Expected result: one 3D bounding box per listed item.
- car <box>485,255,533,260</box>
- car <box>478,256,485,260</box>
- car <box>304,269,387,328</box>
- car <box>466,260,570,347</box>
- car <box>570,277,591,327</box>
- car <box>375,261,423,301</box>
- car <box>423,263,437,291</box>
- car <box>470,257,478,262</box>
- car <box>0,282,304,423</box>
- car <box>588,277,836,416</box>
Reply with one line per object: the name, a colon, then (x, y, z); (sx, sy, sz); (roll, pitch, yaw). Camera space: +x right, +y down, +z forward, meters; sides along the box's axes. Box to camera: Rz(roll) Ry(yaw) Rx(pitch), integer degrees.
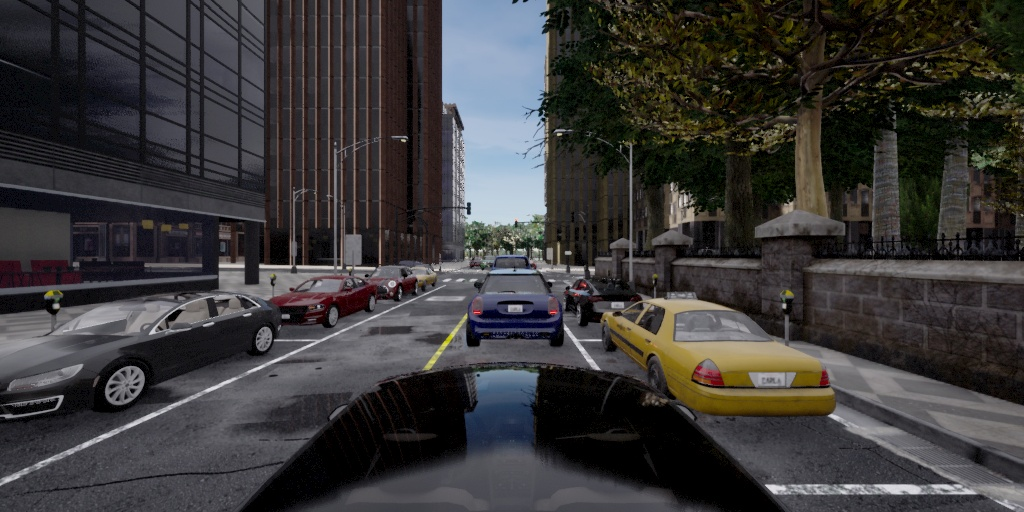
car: (-0.021, 0.973, 18.941); (2.150, 2.045, 5.566); (0, 0, 0)
car: (-3.178, 0.982, 51.183); (2.150, 2.045, 5.566); (0, 0, 0)
car: (-5.778, 1.295, 11.388); (1.888, 1.381, 4.507); (0, 0, 0)
car: (0.041, 1.102, 9.506); (2.097, 1.767, 4.553); (0, 0, -1)
car: (2.747, 1.316, 11.403); (1.948, 1.339, 4.313); (0, 0, 0)
car: (-5.786, 1.190, 16.845); (1.967, 1.591, 4.097); (0, 0, 0)
car: (-5.794, 1.277, 22.131); (1.751, 1.417, 4.829); (0, 0, 0)
car: (-5.851, 1.079, 59.709); (2.192, 1.841, 5.009); (0, 0, 0)
car: (-5.769, 1.300, 5.931); (2.007, 1.370, 4.403); (0, 0, 0)
car: (2.755, 1.275, 6.116); (1.751, 1.417, 4.829); (0, 0, 0)
